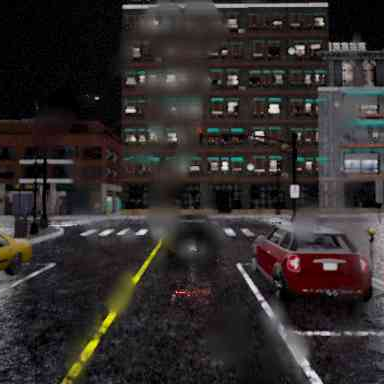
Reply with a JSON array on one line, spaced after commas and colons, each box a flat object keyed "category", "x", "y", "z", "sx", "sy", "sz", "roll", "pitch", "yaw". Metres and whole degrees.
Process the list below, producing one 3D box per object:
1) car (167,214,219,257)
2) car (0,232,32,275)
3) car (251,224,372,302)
[{"category": "car", "x": 0.041, "y": 1.652, "z": 13.514, "sx": 1.837, "sy": 1.490, "sz": 4.892, "roll": 0, "pitch": 0, "yaw": 1}, {"category": "car", "x": -5.812, "y": 1.616, "z": 8.346, "sx": 1.752, "sy": 1.417, "sz": 4.829, "roll": 1, "pitch": -1, "yaw": 0}, {"category": "car", "x": 2.753, "y": 1.533, "z": 8.570, "sx": 1.967, "sy": 1.590, "sz": 4.097, "roll": 1, "pitch": -1, "yaw": 0}]
